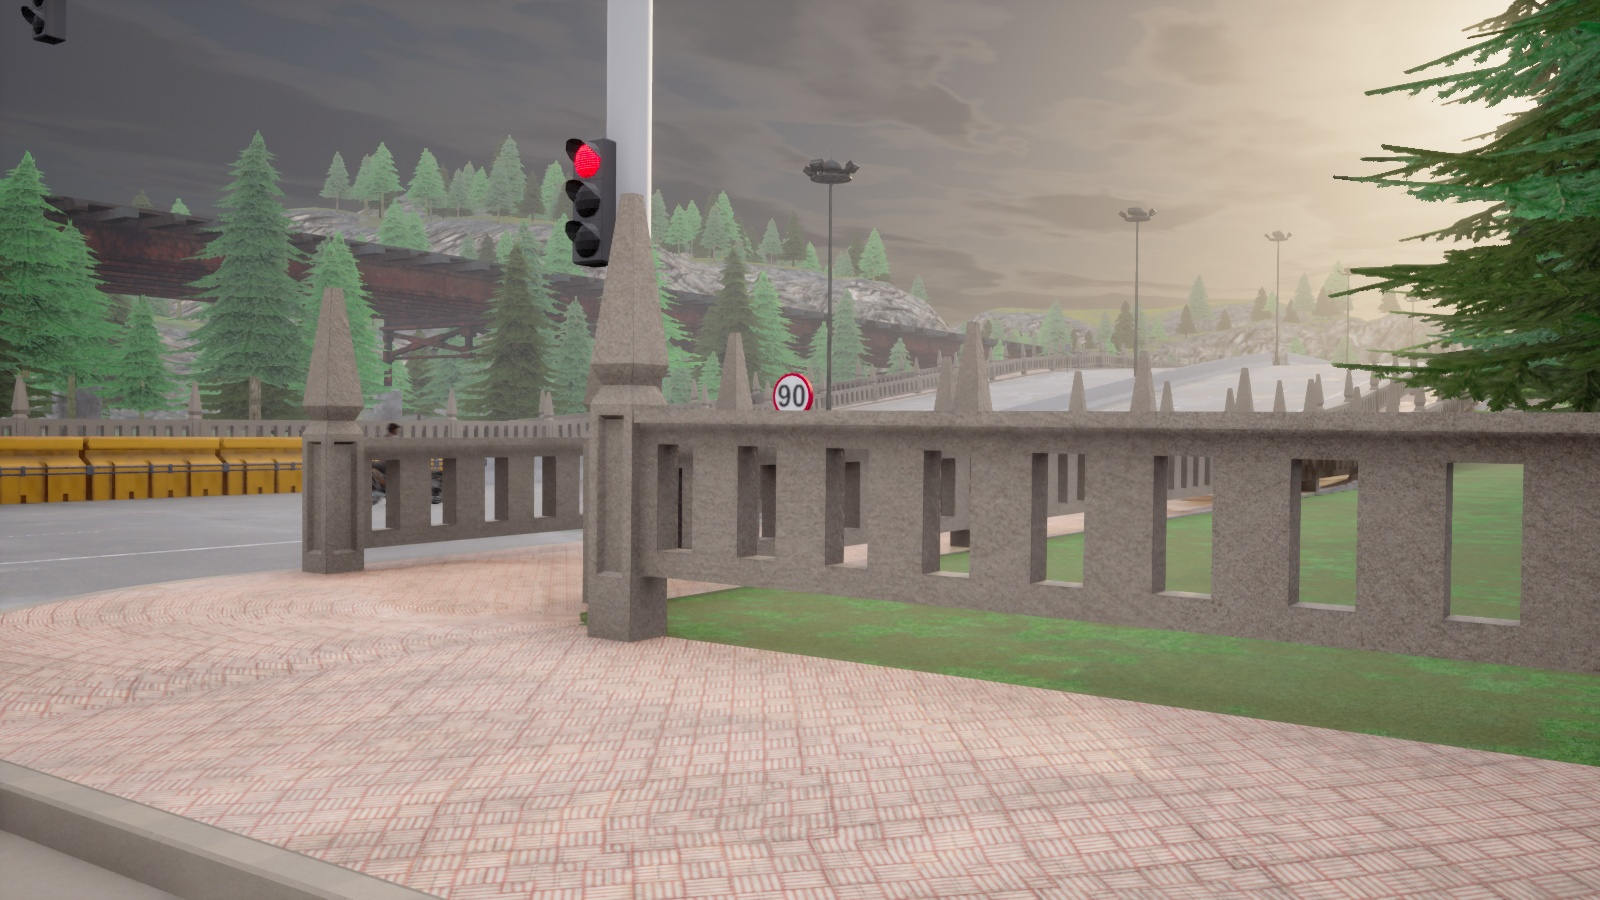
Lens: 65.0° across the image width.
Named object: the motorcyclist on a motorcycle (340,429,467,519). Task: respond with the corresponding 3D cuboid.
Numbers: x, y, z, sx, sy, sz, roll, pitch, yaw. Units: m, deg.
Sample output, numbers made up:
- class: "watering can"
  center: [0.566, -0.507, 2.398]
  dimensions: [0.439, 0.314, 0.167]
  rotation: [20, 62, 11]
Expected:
- class: "motorcyclist on a motorcycle"
  center: [-7.598, 0.420, 24.189]
  dimensions: [0.766, 1.649, 2.350]
  rotation: [0, 1, 34]
